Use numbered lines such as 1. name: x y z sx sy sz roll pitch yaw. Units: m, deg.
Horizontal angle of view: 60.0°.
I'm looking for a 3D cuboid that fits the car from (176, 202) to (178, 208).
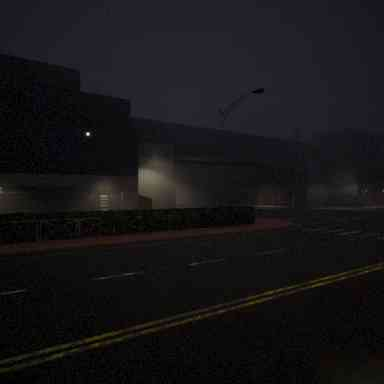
1. car: -3.731 1.351 44.013 2.097 1.767 4.553 0 0 -36
